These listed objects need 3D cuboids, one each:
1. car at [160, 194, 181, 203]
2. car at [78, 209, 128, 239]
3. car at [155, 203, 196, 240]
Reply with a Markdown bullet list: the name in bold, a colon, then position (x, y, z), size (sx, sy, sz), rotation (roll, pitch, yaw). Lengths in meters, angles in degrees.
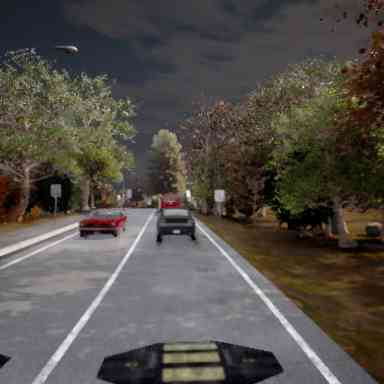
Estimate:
- **car**: position (-2.454, 1.247, 37.718), size (2.150, 2.045, 5.566), rotation (0, 0, -5)
- **car**: position (-4.578, 1.605, 17.674), size (1.895, 1.301, 4.718), rotation (0, 0, -4)
- **car**: position (-0.862, 1.521, 17.281), size (1.837, 1.490, 4.892), rotation (0, 0, -4)
